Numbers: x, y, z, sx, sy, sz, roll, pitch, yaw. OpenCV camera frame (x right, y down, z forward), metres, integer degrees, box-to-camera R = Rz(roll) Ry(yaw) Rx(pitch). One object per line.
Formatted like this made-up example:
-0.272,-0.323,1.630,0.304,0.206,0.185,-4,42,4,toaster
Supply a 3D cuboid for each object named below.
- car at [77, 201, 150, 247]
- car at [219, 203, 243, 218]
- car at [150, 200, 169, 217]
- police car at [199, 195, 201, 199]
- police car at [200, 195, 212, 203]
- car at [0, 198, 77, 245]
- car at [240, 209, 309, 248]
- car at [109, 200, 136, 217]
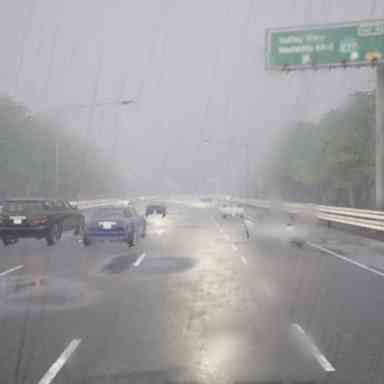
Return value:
-3.397,1.400,15.441,2.097,1.767,4.553,0,0,0,car
3.608,1.697,31.025,1.895,1.301,4.718,0,0,0,car
-3.391,1.606,32.711,1.837,1.490,4.892,0,0,0,car
3.555,1.728,87.836,1.930,1.638,5.238,0,0,0,police car
3.530,1.681,76.850,1.930,1.638,5.238,0,0,0,police car
-6.895,1.270,15.840,2.150,2.045,5.566,0,0,0,car
3.603,1.647,15.106,1.895,1.301,4.718,0,0,0,car
-6.894,1.629,33.530,1.812,1.442,4.674,0,0,0,car
